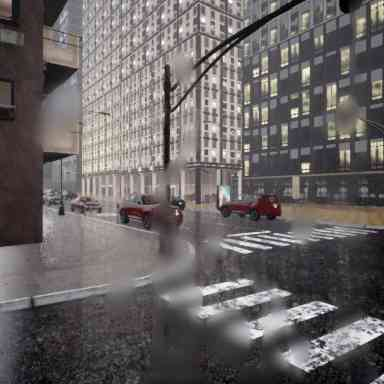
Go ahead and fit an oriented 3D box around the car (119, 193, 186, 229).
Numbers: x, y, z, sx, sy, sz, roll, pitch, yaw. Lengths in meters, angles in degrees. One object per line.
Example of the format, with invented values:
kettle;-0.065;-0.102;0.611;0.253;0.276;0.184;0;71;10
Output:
car;-2.534;1.008;19.330;2.192;1.841;5.009;2;0;-36

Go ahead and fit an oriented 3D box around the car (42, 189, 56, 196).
car;-31.668;0.097;73.667;1.887;1.381;4.507;1;0;-36

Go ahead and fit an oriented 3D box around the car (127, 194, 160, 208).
car;-5.582;0.966;37.768;1.947;1.339;4.313;1;0;-36

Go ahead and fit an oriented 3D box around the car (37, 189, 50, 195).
car;-34.930;-0.011;78.155;1.887;1.381;4.507;1;0;-36

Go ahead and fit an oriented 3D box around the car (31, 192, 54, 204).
car;-18.843;0.752;41.762;1.802;1.307;4.206;2;0;-36

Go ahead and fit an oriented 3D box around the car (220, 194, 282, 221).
car;4.208;1.027;24.305;2.192;1.841;5.009;1;0;-36

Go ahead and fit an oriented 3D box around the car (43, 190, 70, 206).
car;-15.582;0.827;37.276;2.008;1.369;4.403;2;0;-36

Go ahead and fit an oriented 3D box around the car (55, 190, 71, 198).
car;-25.147;0.310;64.693;1.887;1.381;4.507;1;0;-36

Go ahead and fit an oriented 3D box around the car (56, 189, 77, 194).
car;-19.501;0.516;52.494;1.837;1.490;4.892;0;1;-36

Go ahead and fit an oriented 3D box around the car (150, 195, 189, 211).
car;-2.320;1.070;33.281;1.947;1.339;4.313;1;0;-36

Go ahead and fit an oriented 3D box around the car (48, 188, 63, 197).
car;-28.404;0.099;69.179;1.967;1.590;4.097;1;0;-36

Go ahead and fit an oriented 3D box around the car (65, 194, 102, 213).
car;-9.062;1.067;28.303;1.802;1.307;4.206;2;0;-36
